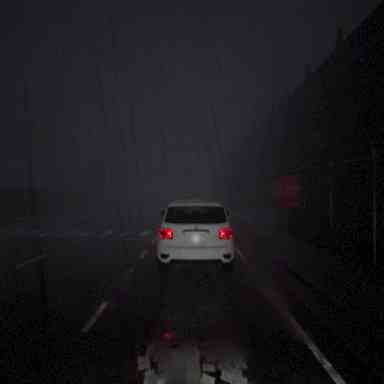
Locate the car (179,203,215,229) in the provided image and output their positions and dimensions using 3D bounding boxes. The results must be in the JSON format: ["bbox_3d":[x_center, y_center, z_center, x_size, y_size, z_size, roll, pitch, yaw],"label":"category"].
[{"bbox_3d":[0.467,1.541,22.602,1.812,1.442,4.674,0,0,9],"label":"car"}]

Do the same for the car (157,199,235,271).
[{"bbox_3d":[0.102,1.230,11.061,2.150,2.045,5.566,0,0,0],"label":"car"}]
